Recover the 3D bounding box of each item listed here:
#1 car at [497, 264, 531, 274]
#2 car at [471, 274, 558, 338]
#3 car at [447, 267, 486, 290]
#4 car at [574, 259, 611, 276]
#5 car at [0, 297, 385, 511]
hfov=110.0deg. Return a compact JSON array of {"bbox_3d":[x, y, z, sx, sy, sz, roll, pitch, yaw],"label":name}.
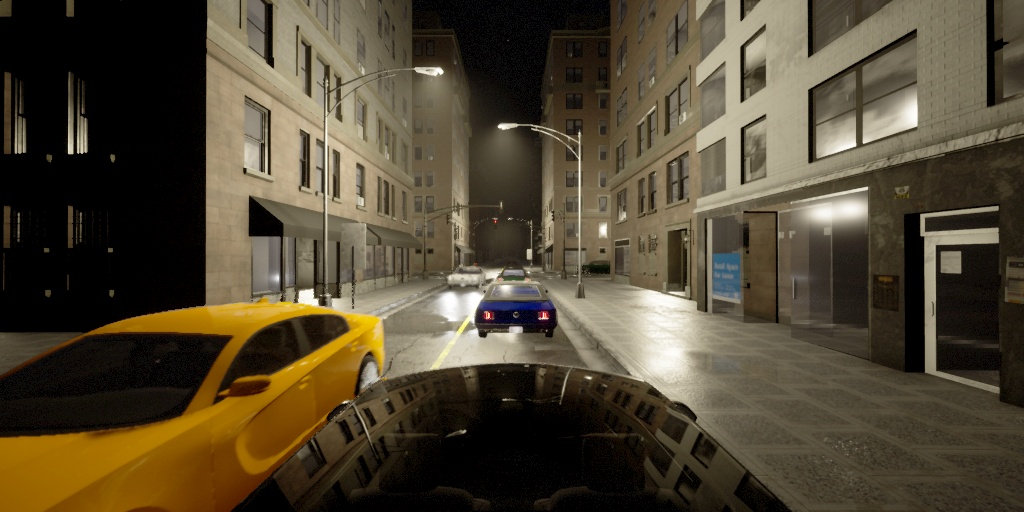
[{"bbox_3d":[0.092,1.321,20.073,1.994,1.385,4.181,0,0,0],"label":"car"},{"bbox_3d":[0.099,1.352,10.184,1.895,1.301,4.718,0,0,0],"label":"car"},{"bbox_3d":[-2.783,1.361,22.732,1.895,1.301,4.718,0,0,1],"label":"car"},{"bbox_3d":[8.848,1.131,37.541,4.553,1.767,2.097,0,0,2],"label":"car"},{"bbox_3d":[-2.752,1.228,3.150,1.882,1.535,5.008,0,0,0],"label":"car"}]
